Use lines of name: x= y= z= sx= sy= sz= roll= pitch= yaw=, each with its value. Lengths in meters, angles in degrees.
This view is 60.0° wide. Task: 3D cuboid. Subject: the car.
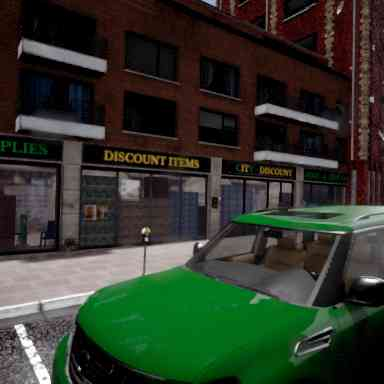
car: x=1.386 y=1.224 z=3.936 sx=5.566 sy=2.045 sz=2.150 roll=0 pitch=0 yaw=-36
